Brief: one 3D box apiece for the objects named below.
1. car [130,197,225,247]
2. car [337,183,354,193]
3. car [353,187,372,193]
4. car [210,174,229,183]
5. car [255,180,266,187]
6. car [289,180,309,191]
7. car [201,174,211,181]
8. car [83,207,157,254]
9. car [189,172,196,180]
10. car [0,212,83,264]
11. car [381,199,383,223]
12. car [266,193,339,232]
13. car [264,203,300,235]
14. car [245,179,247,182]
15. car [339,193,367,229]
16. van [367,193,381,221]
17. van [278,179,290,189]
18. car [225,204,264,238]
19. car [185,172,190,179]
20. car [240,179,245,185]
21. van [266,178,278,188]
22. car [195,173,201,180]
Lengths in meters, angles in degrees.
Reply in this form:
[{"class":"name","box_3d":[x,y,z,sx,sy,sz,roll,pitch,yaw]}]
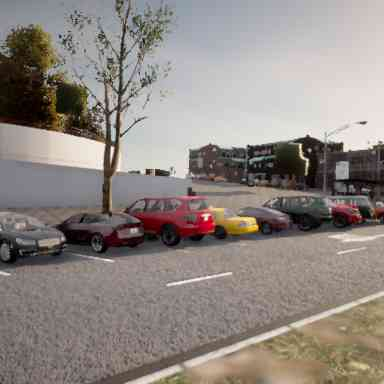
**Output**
[{"class":"car","box_3d":[-1.622,1.245,15.392,5.566,2.045,2.435,-1,-1,35]},{"class":"car","box_3d":[26.399,-0.429,56.690,2.435,2.045,5.566,7,3,35]},{"class":"car","box_3d":[28.090,0.134,54.218,2.002,1.452,4.674,7,3,35]},{"class":"car","box_3d":[7.452,-3.180,83.937,1.946,1.575,5.366,7,3,34]},{"class":"car","box_3d":[16.129,-1.815,71.642,1.946,1.575,5.366,7,3,35]},{"class":"car","box_3d":[21.190,-0.995,64.077,2.231,1.521,4.892,7,3,35]},{"class":"car","box_3d":[5.601,-3.703,86.197,2.435,2.045,5.566,7,3,34]},{"class":"car","box_3d":[-4.068,1.521,13.648,4.792,1.488,2.163,-1,-1,35]},{"class":"car","box_3d":[2.078,-4.090,91.133,2.185,1.767,4.553,4,1,33]},{"class":"car","box_3d":[-6.488,1.490,11.902,4.892,1.521,2.231,-1,-1,35]},{"class":"car","box_3d":[13.194,1.401,25.727,4.553,1.767,2.185,-1,-1,35]},{"class":"car","box_3d":[5.732,1.259,20.604,5.566,2.045,2.435,-1,-1,35]},{"class":"car","box_3d":[3.304,1.545,18.846,4.674,1.452,2.002,-1,-1,35]},{"class":"car","box_3d":[14.298,-2.047,73.963,2.002,1.452,4.674,7,4,35]},{"class":"car","box_3d":[8.246,1.264,22.308,5.566,2.045,2.435,-1,-1,35]},{"class":"van","box_3d":[10.785,1.294,23.977,4.442,1.987,1.878,-1,-1,35]},{"class":"van","box_3d":[19.431,-1.494,66.439,1.878,1.987,4.442,7,4,35]},{"class":"car","box_3d":[0.698,1.500,17.219,5.366,1.575,1.946,-1,-1,35]},{"class":"car","box_3d":[0.307,-4.367,93.481,2.435,2.045,5.566,1,-1,34]},{"class":"car","box_3d":[12.556,-2.321,76.426,2.002,1.452,4.674,7,3,35]},{"class":"van","box_3d":[17.702,-1.767,68.911,1.878,1.987,4.442,7,4,35]},{"class":"car","box_3d":[3.807,-3.855,88.663,2.185,1.767,4.553,6,3,34]}]
